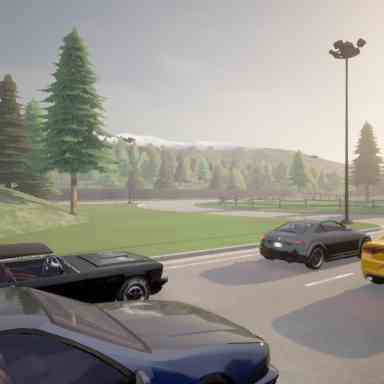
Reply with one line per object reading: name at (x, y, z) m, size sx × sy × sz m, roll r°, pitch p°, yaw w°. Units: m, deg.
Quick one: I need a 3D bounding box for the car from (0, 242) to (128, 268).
car at (-2.818, 1.601, 6.037) m, size 4.718 × 1.301 × 1.895 m, roll 0°, pitch 0°, yaw -36°

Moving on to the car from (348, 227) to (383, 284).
car at (6.219, 1.478, 8.289) m, size 5.008 × 1.535 × 1.882 m, roll 0°, pitch 0°, yaw -35°

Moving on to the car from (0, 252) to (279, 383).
car at (-1.726, 1.547, 2.515) m, size 5.357 × 1.411 × 2.033 m, roll 0°, pitch 0°, yaw -36°

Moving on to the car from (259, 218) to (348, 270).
car at (4.239, 1.564, 11.177) m, size 4.181 × 1.385 × 1.994 m, roll 0°, pitch 0°, yaw -35°
